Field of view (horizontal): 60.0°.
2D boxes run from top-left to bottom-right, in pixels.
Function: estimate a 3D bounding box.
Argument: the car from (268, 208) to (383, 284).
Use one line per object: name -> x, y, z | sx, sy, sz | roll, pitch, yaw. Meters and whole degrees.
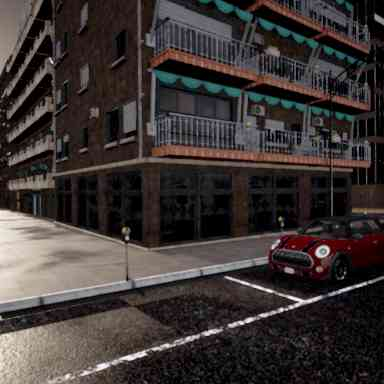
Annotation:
car -> 4.046, 1.435, 9.476 | 4.097, 1.590, 1.967 | 0, -1, -36
